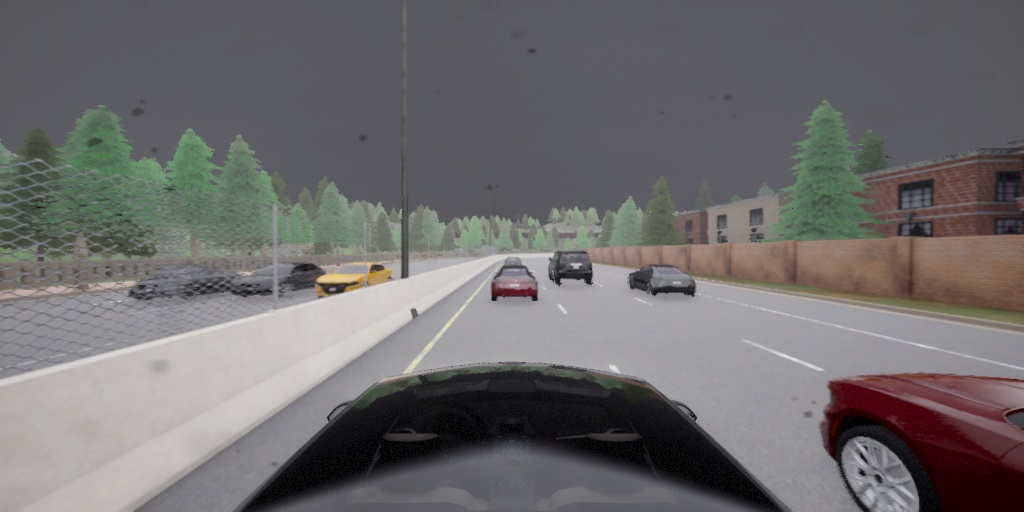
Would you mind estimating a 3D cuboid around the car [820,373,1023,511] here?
[{"bbox_3d":[3.599,1.237,1.015,1.882,1.535,5.008,0,1,0],"label":"car"}]

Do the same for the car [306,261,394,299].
[{"bbox_3d":[-7.094,1.020,16.672,1.882,1.535,5.008,0,1,0],"label":"car"}]

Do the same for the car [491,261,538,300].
[{"bbox_3d":[0.103,1.112,16.247,1.994,1.385,4.181,0,1,0],"label":"car"}]

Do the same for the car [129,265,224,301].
[{"bbox_3d":[-14.094,1.116,15.891,1.994,1.385,4.181,0,1,0],"label":"car"}]

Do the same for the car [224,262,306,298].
[{"bbox_3d":[-10.594,1.043,16.936,1.837,1.490,4.892,0,1,0],"label":"car"}]

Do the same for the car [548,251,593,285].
[{"bbox_3d":[3.606,0.681,22.777,2.150,2.045,5.566,0,1,0],"label":"car"}]

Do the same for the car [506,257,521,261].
[{"bbox_3d":[0.108,0.818,36.294,2.033,1.411,5.357,0,1,0],"label":"car"}]

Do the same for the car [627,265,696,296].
[{"bbox_3d":[7.105,1.096,17.436,1.994,1.385,4.181,0,1,0],"label":"car"}]
